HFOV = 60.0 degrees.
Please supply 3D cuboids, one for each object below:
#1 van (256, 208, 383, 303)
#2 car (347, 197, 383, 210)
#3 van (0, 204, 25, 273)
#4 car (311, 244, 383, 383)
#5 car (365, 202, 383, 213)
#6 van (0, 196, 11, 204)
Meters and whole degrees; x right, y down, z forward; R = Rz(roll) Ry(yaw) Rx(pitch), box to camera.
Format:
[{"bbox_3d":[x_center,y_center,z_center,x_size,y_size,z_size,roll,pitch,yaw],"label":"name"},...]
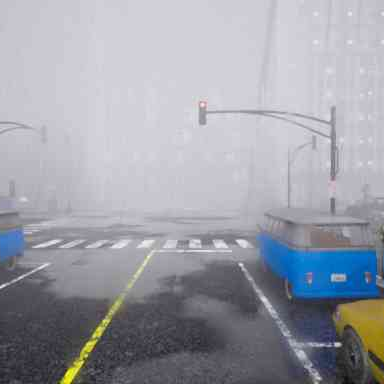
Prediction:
[{"bbox_3d":[2.687,1.339,7.948,1.690,1.788,3.998,-1,0,0],"label":"van"},{"bbox_3d":[15.270,1.337,27.264,5.009,1.841,2.192,0,1,0],"label":"car"},{"bbox_3d":[-5.694,1.339,7.986,1.690,1.788,3.998,-1,0,0],"label":"van"},{"bbox_3d":[2.683,1.525,2.516,1.752,1.417,4.829,-1,0,0],"label":"car"},{"bbox_3d":[15.897,1.663,24.667,4.718,1.301,1.895,0,1,0],"label":"car"},{"bbox_3d":[-17.119,1.199,27.494,3.998,1.788,1.690,0,1,0],"label":"van"}]
